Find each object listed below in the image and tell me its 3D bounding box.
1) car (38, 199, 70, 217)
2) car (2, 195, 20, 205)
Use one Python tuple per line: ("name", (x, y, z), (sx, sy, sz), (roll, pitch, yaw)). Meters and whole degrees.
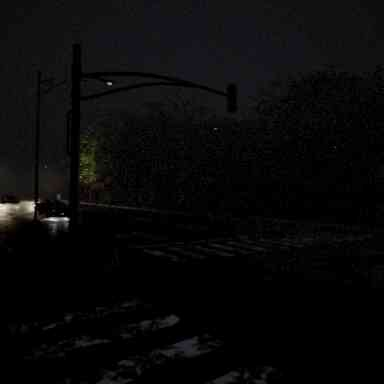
("car", (-11.925, 1.348, 28.761), (2.033, 1.411, 5.357), (2, 0, -36))
("car", (-26.531, 1.179, 48.520), (1.812, 1.442, 4.674), (2, 0, -36))
